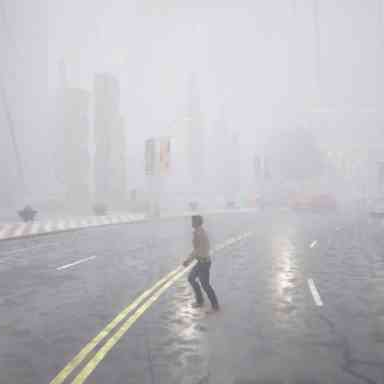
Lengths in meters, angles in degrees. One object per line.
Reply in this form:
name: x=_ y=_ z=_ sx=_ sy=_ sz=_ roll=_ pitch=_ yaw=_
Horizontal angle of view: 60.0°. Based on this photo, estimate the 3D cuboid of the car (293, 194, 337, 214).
car: x=13.433 y=1.221 z=36.181 sx=5.566 sy=2.045 sz=2.150 roll=0 pitch=0 yaw=-32

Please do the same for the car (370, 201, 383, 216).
car: x=18.276 y=1.526 z=30.658 sx=4.674 sy=1.442 sz=1.812 roll=0 pitch=0 yaw=-32

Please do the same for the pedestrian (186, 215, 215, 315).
pedestrian: x=0.162 y=1.294 z=6.160 sx=0.375 sy=1.860 sz=0.375 roll=0 pitch=0 yaw=11
